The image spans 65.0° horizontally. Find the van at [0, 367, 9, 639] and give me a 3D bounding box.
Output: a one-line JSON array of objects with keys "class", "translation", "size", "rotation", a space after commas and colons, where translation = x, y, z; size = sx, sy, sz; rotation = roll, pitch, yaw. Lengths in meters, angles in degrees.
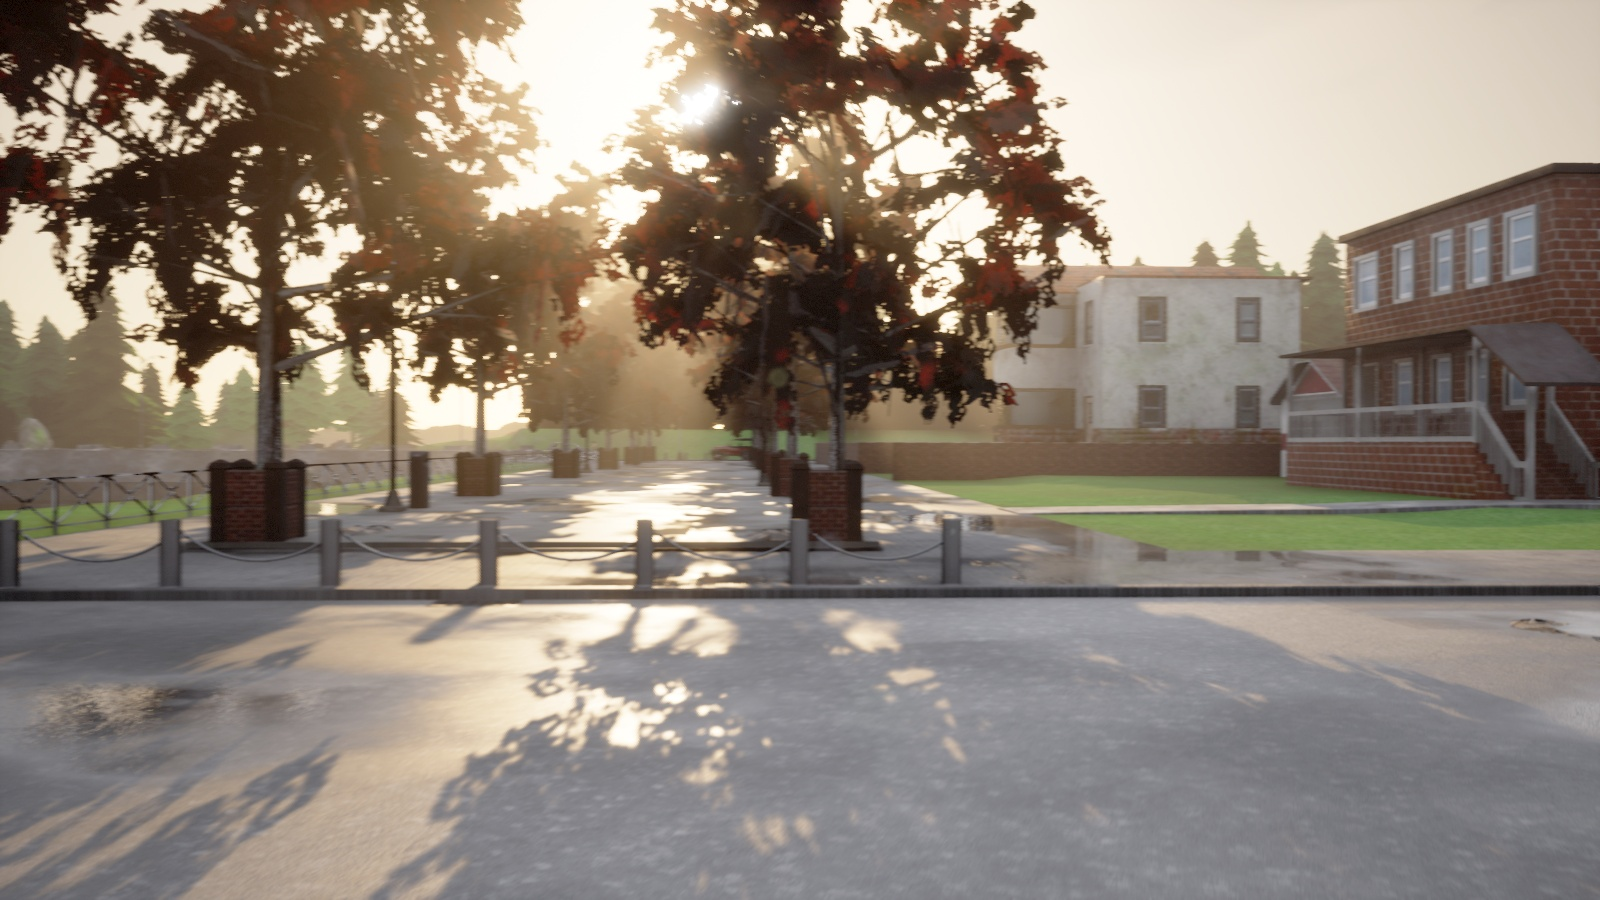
[{"class": "van", "translation": [-8.414, 0.382, 9.041], "size": [4.480, 2.038, 2.069], "rotation": [0, 0, 14]}]

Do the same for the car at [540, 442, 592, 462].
[{"class": "car", "translation": [-17.762, 0.137, 95.493], "size": [3.633, 1.501, 1.845], "rotation": [0, 0, -3]}]
